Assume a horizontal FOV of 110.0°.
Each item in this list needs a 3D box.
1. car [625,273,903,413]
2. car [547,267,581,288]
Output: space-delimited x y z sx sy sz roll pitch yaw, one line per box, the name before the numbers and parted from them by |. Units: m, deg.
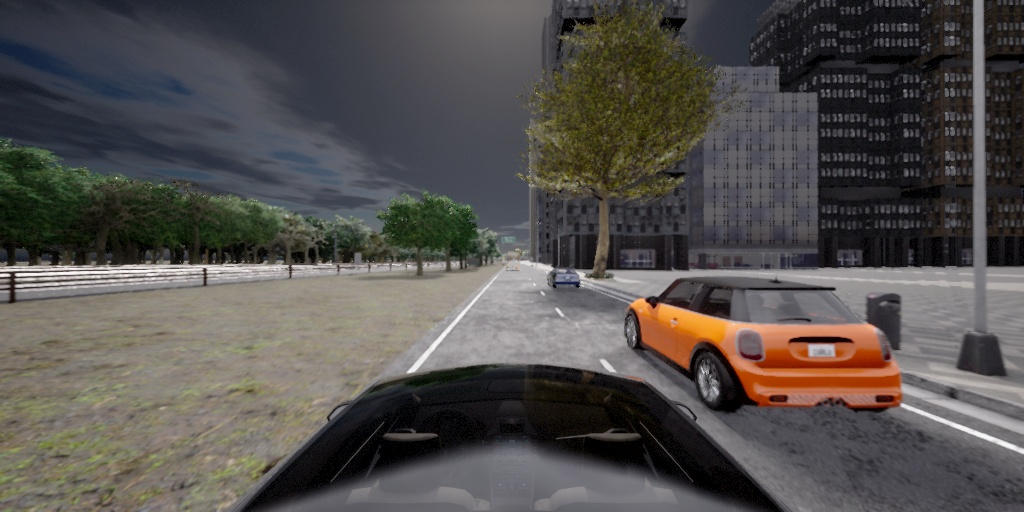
car | 3.580 1.120 6.263 2.097 1.767 4.553 0 0 0
car | 3.587 1.483 25.561 2.033 1.411 5.357 0 -1 0
